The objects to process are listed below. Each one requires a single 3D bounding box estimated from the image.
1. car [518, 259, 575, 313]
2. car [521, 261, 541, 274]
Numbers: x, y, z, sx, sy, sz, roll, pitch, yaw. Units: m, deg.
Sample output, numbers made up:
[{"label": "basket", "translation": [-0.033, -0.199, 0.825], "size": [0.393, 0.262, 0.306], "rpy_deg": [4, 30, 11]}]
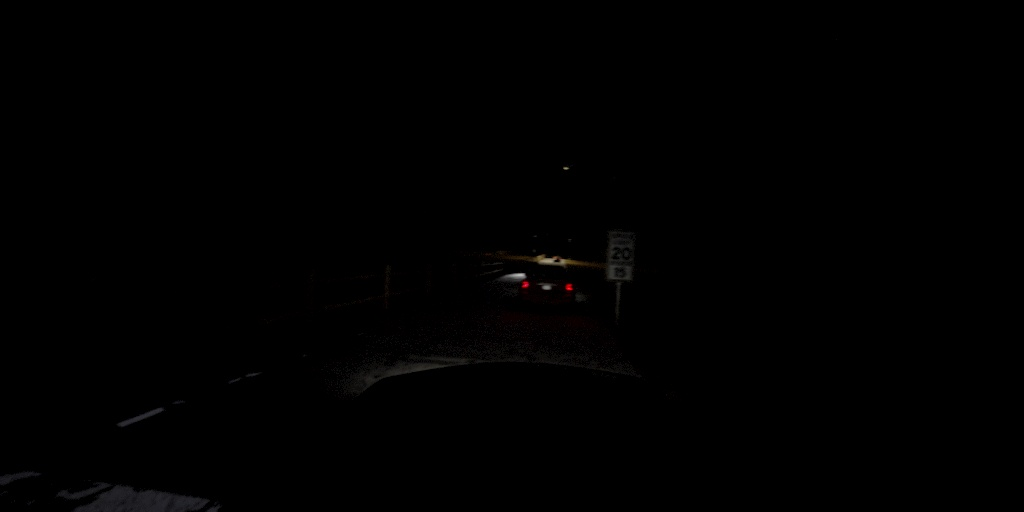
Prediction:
[{"label": "car", "translation": [1.528, 1.169, 15.019], "size": [2.097, 1.767, 4.553], "rpy_deg": [3, 0, 7]}, {"label": "car", "translation": [2.312, 1.347, 42.504], "size": [1.895, 1.301, 4.718], "rpy_deg": [3, 0, 7]}]
